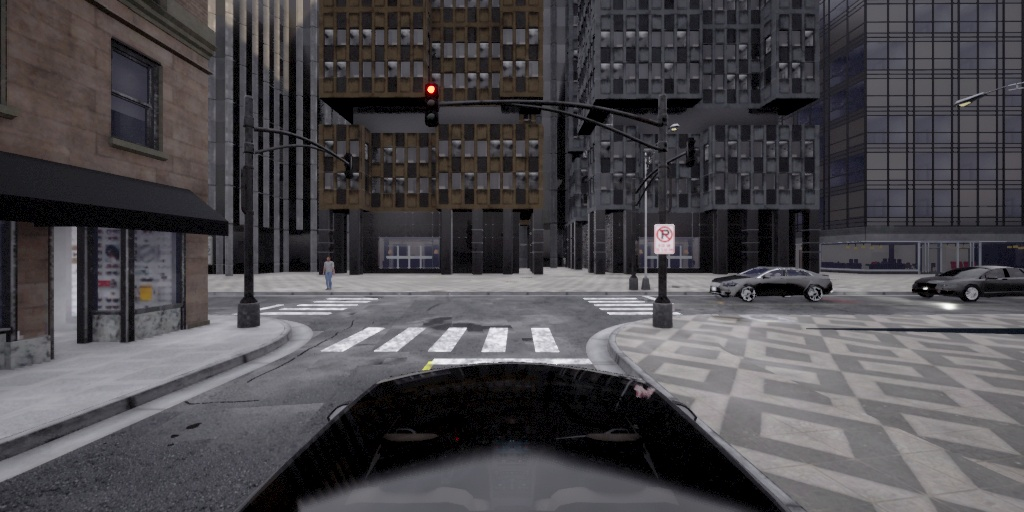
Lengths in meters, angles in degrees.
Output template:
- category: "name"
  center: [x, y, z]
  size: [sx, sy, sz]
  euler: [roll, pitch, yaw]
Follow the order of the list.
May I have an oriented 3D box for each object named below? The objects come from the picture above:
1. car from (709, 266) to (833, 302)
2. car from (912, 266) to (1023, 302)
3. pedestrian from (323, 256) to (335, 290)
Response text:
- category: "car"
  center: [11.635, 1.222, 16.289]
  size: [4.902, 1.511, 2.128]
  euler: [0, 0, 0]
- category: "car"
  center: [21.155, 1.223, 16.221]
  size: [4.892, 1.490, 1.837]
  euler: [0, 0, 1]
- category: "pedestrian"
  center: [-9.927, 0.902, 19.470]
  size: [0.375, 1.860, 0.375]
  euler: [0, 0, 0]
